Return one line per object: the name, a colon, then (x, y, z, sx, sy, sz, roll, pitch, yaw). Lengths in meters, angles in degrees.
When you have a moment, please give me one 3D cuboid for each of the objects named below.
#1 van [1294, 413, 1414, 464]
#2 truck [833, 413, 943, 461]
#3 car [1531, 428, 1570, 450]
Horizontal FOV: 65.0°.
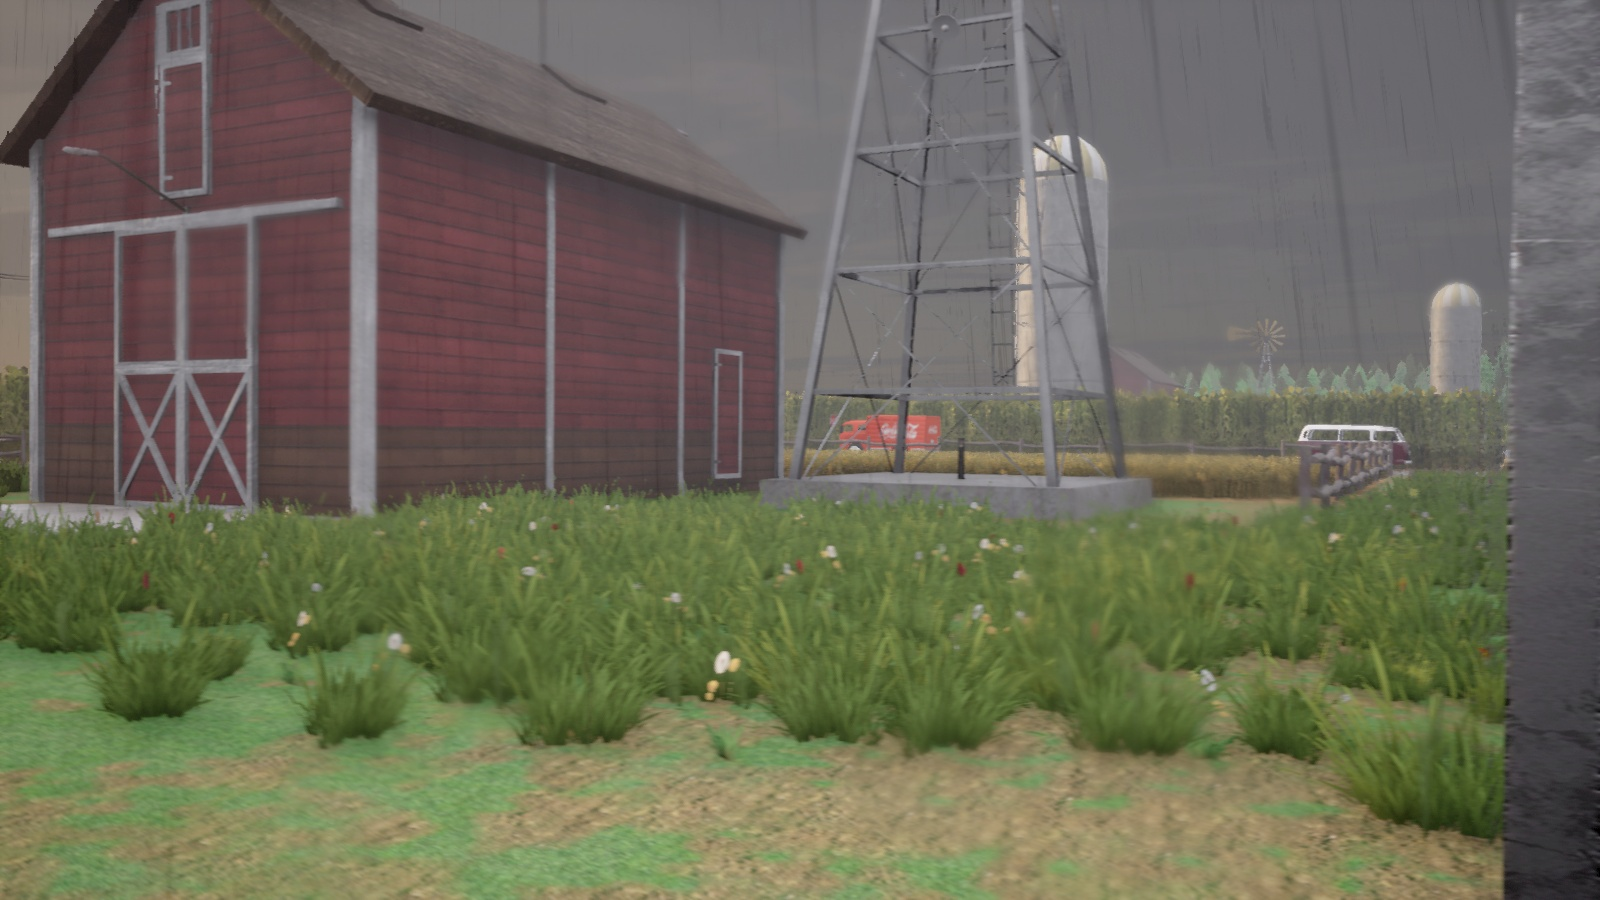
van: (23.355, -0.479, 52.946, 4.480, 2.038, 2.069, 0, 1, 28)
truck: (4.657, -0.696, 66.377, 5.204, 2.467, 2.627, 1, 1, 28)
car: (47.694, -0.725, 79.904, 1.895, 1.301, 4.718, 0, 1, 28)
